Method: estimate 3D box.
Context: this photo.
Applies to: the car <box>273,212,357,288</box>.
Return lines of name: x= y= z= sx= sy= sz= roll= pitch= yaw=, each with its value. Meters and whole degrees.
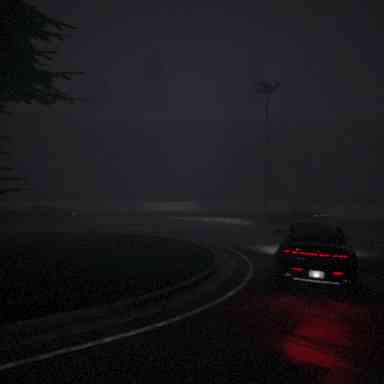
car: x=3.467 y=1.580 z=9.633 sx=1.837 sy=1.490 sz=4.892 roll=2 pitch=0 yaw=17

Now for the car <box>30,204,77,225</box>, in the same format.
car: x=-11.090 y=1.593 z=23.734 sx=5.357 sy=1.411 sz=2.033 roll=1 pitch=0 yaw=-22

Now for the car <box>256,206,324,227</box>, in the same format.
car: x=6.466 y=1.654 z=22.121 sx=2.128 sy=1.511 sz=4.902 roll=1 pitch=-1 yaw=-39

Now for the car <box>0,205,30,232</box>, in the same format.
car: x=-12.178 y=1.503 z=18.839 sx=4.902 sy=1.511 sz=2.128 roll=1 pitch=-1 yaw=-34
